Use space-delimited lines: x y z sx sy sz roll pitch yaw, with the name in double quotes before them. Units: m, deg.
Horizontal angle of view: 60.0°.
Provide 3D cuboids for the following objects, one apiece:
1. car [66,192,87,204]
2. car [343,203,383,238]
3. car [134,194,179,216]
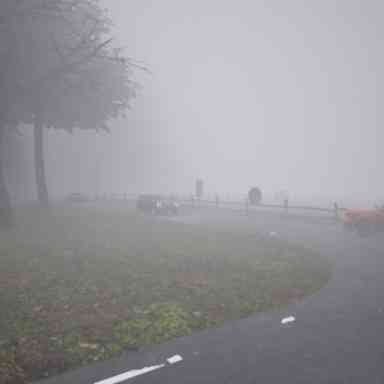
"car" -16.101 0.811 46.064 1.837 1.490 4.892 -1 1 -35
"car" 10.024 1.174 15.312 5.566 2.045 2.150 2 5 28
"car" -3.016 0.974 27.860 2.097 1.767 4.553 -1 2 -36
